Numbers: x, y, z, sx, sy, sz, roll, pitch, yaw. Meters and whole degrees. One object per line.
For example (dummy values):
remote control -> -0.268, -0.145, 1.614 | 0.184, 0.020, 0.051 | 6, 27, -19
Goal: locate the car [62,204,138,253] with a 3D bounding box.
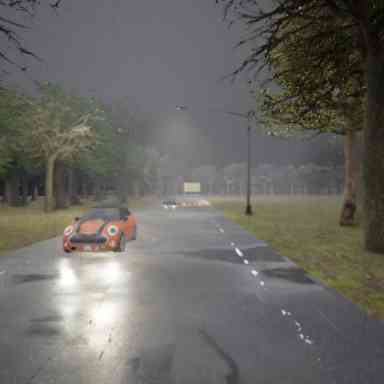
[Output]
car -> -3.599, 1.359, 13.710 | 2.097, 1.767, 4.553 | 0, 0, 0

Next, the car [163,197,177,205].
car -> -3.562, 1.463, 54.559 | 1.994, 1.385, 4.181 | 0, 0, 0

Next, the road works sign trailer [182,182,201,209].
road works sign trailer -> 0.000, 0.422, 44.132 | 2.380, 3.560, 2.880 | 0, 0, 0
